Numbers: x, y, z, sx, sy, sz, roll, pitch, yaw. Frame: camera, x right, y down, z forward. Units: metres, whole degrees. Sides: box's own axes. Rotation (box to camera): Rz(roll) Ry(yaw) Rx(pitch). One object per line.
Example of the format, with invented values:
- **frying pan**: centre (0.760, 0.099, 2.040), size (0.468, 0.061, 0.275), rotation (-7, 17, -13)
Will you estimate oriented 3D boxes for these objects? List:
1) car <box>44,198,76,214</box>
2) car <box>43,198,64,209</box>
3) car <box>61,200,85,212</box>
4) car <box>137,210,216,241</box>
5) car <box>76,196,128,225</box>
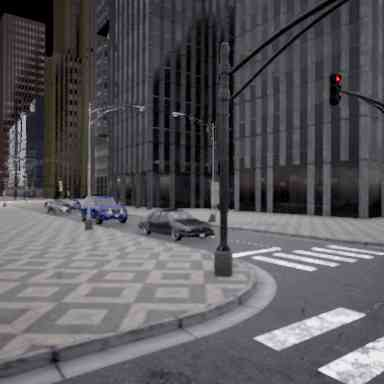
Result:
- **car**: centre (-14.961, 1.688, 37.335), size (2.128, 1.511, 4.902), rotation (1, 0, -35)
- **car**: centre (-21.822, 1.739, 52.238), size (1.882, 1.535, 5.008), rotation (1, 0, -36)
- **car**: centre (-15.816, 1.760, 43.914), size (1.812, 1.442, 4.674), rotation (1, 0, -35)
- **car**: centre (-1.050, 1.672, 17.816), size (2.033, 1.411, 5.357), rotation (1, 0, -36)
- **car**: centre (-7.019, 1.378, 26.187), size (2.150, 2.045, 5.566), rotation (1, 0, -36)
